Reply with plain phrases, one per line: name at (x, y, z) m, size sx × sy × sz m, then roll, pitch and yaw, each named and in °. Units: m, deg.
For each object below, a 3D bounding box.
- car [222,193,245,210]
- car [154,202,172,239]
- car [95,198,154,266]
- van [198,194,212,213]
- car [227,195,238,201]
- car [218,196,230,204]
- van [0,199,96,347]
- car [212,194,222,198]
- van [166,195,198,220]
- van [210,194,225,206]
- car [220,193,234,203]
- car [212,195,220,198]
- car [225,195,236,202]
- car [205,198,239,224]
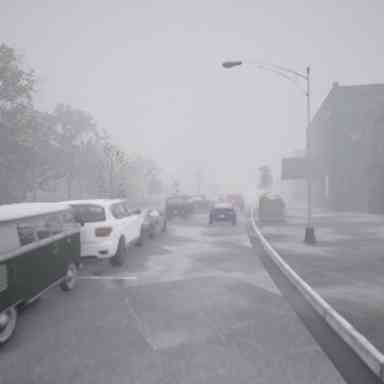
car at (5.554, 1.245, 42.687) m, size 2.150 × 2.045 × 5.566 m, roll 0°, pitch 0°, yaw 11°
car at (-2.571, 1.543, 17.342) m, size 2.002 × 1.452 × 4.674 m, roll -1°, pitch 1°, yaw 6°
car at (-3.148, 1.241, 11.810) m, size 2.435 × 2.045 × 5.566 m, roll -1°, pitch 1°, yaw 3°
van at (0.831, 1.293, 38.270) m, size 1.878 × 1.987 × 4.442 m, roll -1°, pitch 1°, yaw 9°
car at (10.773, 1.556, 88.145) m, size 2.097 × 1.535 × 5.008 m, roll 0°, pitch 0°, yaw 13°
car at (6.438, 1.585, 66.396) m, size 2.002 × 1.452 × 4.674 m, roll 0°, pitch 0°, yaw 12°
van at (-3.523, 1.255, 6.320) m, size 1.878 × 1.987 × 4.442 m, roll -1°, pitch 1°, yaw 1°
car at (3.181, 1.521, 50.061) m, size 2.231 × 1.521 × 4.892 m, roll -1°, pitch 1°, yaw 10°
van at (-0.964, 1.288, 28.481) m, size 1.878 × 1.987 × 4.442 m, roll -1°, pitch 1°, yaw 9°
van at (4.297, 1.318, 55.636) m, size 1.878 × 1.987 × 4.442 m, roll 0°, pitch 0°, yaw 13°
car at (7.755, 1.309, 73.011) m, size 2.435 × 2.045 × 5.566 m, roll 0°, pitch 0°, yaw 12°
car at (2.103, 1.550, 44.657) m, size 2.163 × 1.488 × 4.792 m, roll -1°, pitch 1°, yaw 10°
car at (9.689, 1.537, 82.704) m, size 2.097 × 1.535 × 5.008 m, roll 0°, pitch 0°, yaw 13°
car at (2.399, 1.498, 25.138) m, size 1.882 × 1.535 × 5.008 m, roll 0°, pitch 0°, yaw 8°
